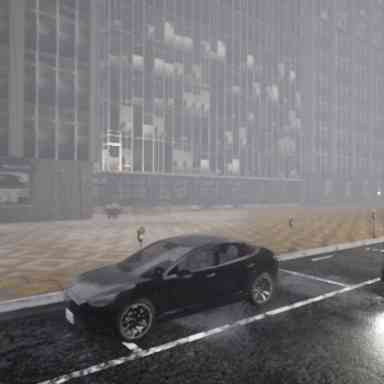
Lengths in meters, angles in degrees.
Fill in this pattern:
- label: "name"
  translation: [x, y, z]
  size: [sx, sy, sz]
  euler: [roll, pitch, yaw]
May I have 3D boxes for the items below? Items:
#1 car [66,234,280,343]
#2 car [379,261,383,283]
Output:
- label: "car"
  translation: [-0.131, 1.559, 6.456]
  size: [4.313, 1.339, 1.947]
  euler: [0, 1, -35]
- label: "car"
  translation: [6.267, 1.543, 7.847]
  size: [4.181, 1.385, 1.994]
  euler: [0, 0, -36]
